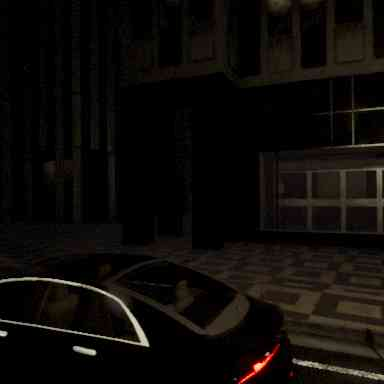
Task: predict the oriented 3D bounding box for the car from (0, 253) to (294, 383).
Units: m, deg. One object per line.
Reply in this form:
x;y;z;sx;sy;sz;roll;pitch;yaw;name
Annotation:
-1.393;1.505;3.833;4.892;1.490;1.837;0;0;23;car
